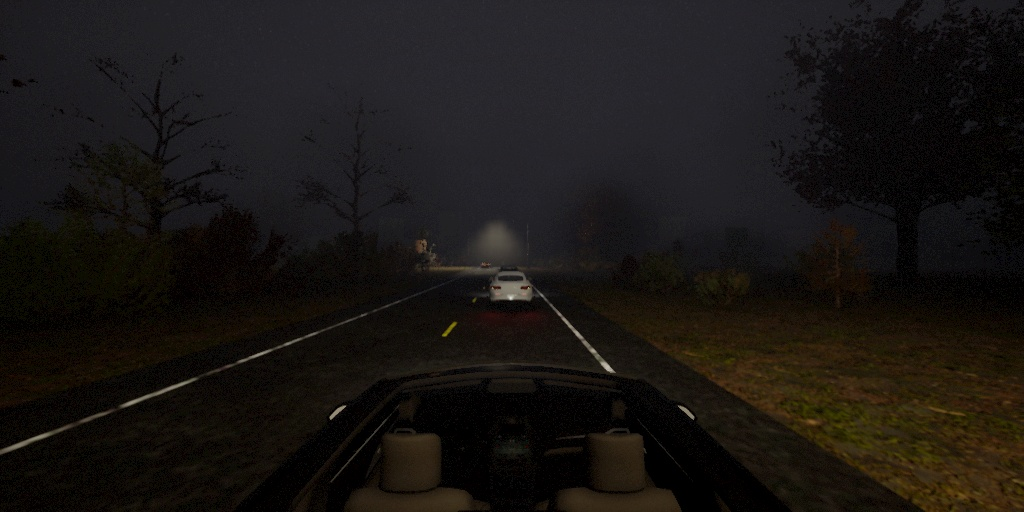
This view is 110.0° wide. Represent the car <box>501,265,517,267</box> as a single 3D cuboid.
[{"bbox_3d":[-0.290,1.518,31.212,2.128,1.511,4.902,0,0,-1],"label":"car"}]

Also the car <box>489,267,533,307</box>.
[{"bbox_3d":[-0.061,1.412,16.297,1.812,1.442,4.674,0,0,0],"label":"car"}]
